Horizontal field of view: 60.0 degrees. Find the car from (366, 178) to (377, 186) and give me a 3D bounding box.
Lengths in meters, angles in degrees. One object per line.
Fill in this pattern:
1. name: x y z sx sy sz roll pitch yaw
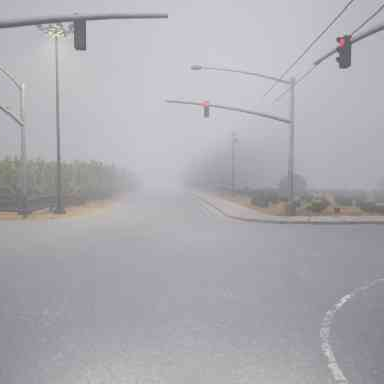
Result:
1. car: 42.112 -2.324 77.653 1.905 1.878 3.866 10 10 41
